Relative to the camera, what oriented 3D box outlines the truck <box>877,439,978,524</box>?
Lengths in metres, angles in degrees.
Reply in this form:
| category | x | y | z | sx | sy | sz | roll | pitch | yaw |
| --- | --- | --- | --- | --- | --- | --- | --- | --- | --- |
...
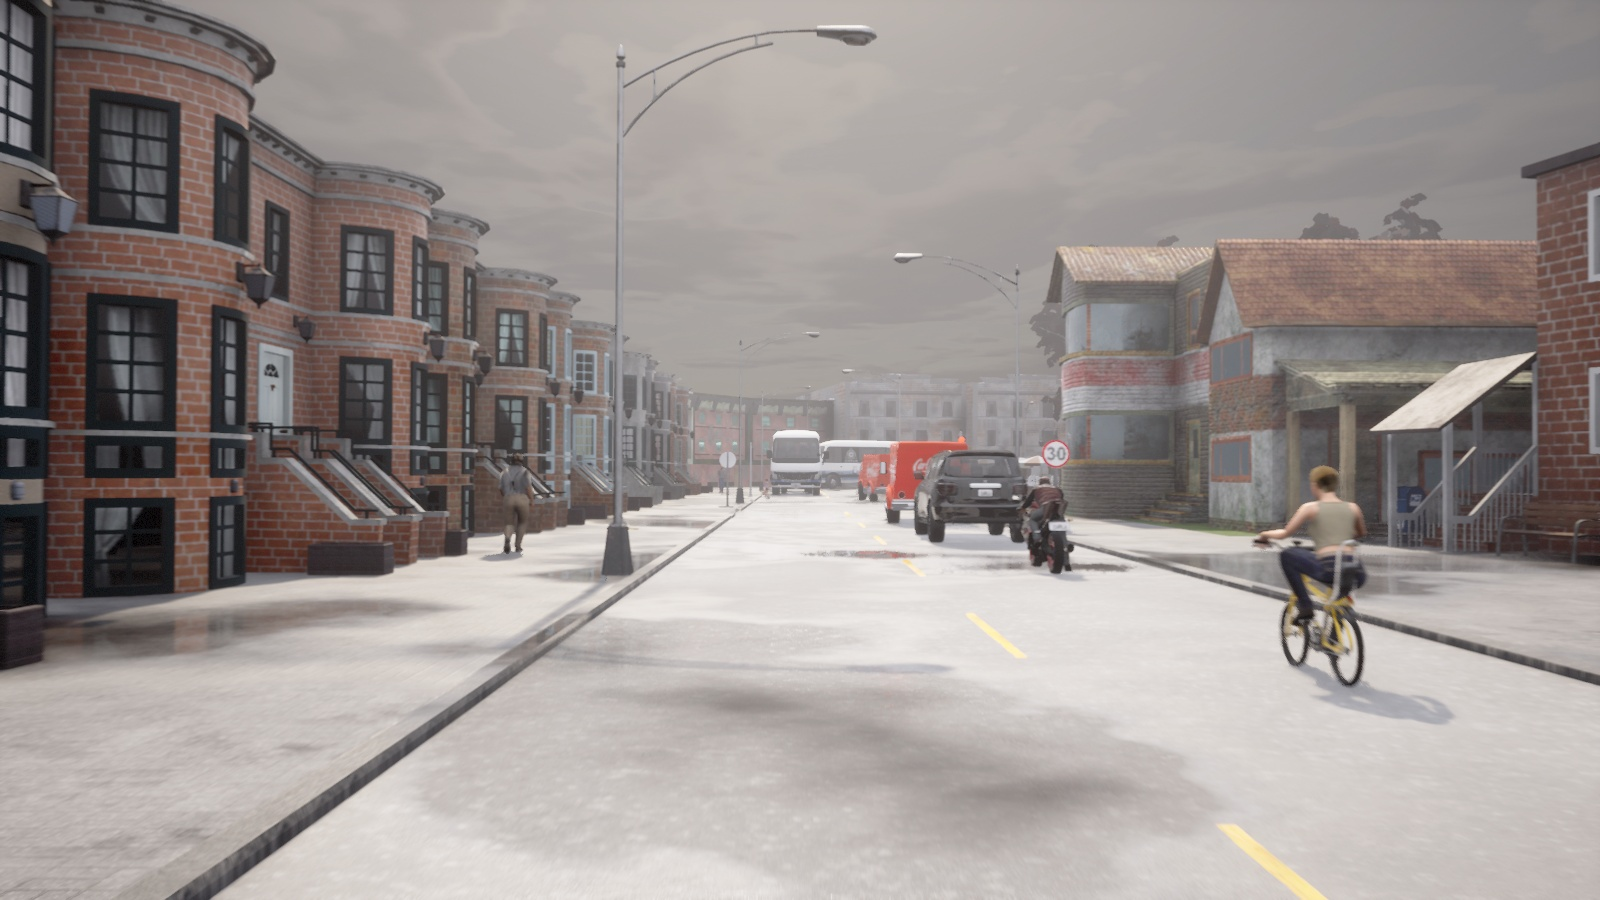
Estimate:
| category | x | y | z | sx | sy | sz | roll | pitch | yaw |
| --- | --- | --- | --- | --- | --- | --- | --- | --- | --- |
| truck | 3.901 | 0.972 | 39.381 | 2.627 | 2.467 | 5.204 | 0 | -1 | 0 |

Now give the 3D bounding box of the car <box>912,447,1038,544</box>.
| category | x | y | z | sx | sy | sz | roll | pitch | yaw |
| --- | --- | --- | --- | --- | --- | --- | --- | --- | --- |
| car | 3.929 | 1.008 | 29.267 | 2.150 | 2.045 | 5.566 | 0 | -1 | 0 |

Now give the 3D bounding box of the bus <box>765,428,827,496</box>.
| category | x | y | z | sx | sy | sz | roll | pitch | yaw |
| --- | --- | --- | --- | --- | --- | --- | --- | --- | --- |
| bus | -0.218 | 0.850 | 84.271 | 3.944 | 4.253 | 10.273 | 0 | -1 | 0 |

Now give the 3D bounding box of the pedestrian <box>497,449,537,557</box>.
| category | x | y | z | sx | sy | sz | roll | pitch | yaw |
| --- | --- | --- | --- | --- | --- | --- | --- | --- | --- |
| pedestrian | -4.942 | 0.911 | 21.932 | 0.540 | 1.848 | 0.694 | 0 | -1 | 0 |

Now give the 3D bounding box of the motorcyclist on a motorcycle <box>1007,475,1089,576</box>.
| category | x | y | z | sx | sy | sz | roll | pitch | yaw |
| --- | --- | --- | --- | --- | --- | --- | --- | --- | --- |
| motorcyclist on a motorcycle | 3.953 | 1.172 | 20.196 | 0.866 | 1.530 | 2.191 | 0 | -1 | 0 |

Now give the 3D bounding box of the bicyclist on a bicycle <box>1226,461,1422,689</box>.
| category | x | y | z | sx | sy | sz | roll | pitch | yaw |
| --- | --- | --- | --- | --- | --- | --- | --- | --- | --- |
| bicyclist on a bicycle | 3.972 | 0.897 | 9.666 | 0.866 | 1.612 | 1.509 | 0 | -1 | 0 |

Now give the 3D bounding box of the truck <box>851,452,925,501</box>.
| category | x | y | z | sx | sy | sz | roll | pitch | yaw |
| --- | --- | --- | --- | --- | --- | --- | --- | --- | --- |
| truck | 4.612 | 1.424 | 66.865 | 2.627 | 2.467 | 5.204 | -1 | -1 | -11 |
